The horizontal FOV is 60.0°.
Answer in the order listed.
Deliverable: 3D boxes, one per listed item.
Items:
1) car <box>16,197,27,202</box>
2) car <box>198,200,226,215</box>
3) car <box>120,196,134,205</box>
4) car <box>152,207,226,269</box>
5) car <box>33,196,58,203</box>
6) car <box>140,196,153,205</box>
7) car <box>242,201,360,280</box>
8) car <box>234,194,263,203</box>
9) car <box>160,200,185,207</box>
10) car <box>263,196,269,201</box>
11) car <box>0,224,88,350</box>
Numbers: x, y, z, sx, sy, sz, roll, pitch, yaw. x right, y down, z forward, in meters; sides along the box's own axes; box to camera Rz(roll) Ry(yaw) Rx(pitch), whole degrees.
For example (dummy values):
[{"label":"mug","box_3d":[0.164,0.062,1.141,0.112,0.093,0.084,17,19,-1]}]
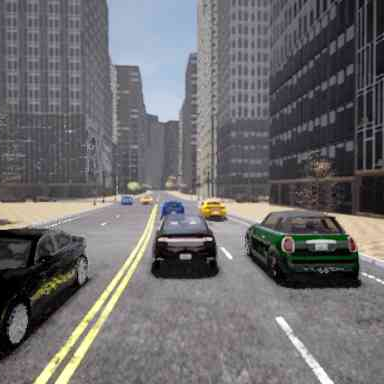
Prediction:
[{"label":"car","box_3d":[-33.531,1.370,62.763,4.206,1.307,1.802,0,0,-4]},{"label":"car","box_3d":[1.627,1.428,28.189,1.882,1.535,5.008,0,0,-5]},{"label":"car","box_3d":[-10.885,1.426,56.023,1.882,1.535,5.008,0,0,-5]},{"label":"car","box_3d":[-0.284,1.475,11.114,2.128,1.511,4.902,0,0,-3]},{"label":"car","box_3d":[-27.859,1.390,63.166,4.313,1.339,1.947,0,0,-4]},{"label":"car","box_3d":[-7.649,1.410,56.329,1.882,1.535,5.008,0,0,-5]},{"label":"car","box_3d":[3.014,1.331,10.075,2.097,1.767,4.553,0,0,-2]},{"label":"car","box_3d":[10.945,1.374,66.306,5.009,1.841,2.192,0,0,-4]},{"label":"car","box_3d":[-1.625,1.437,28.064,1.882,1.535,5.008,0,0,-5]},{"label":"car","box_3d":[15.748,1.469,75.084,4.829,1.417,1.752,0,1,-4]},{"label":"car","box_3d":[-3.486,1.474,6.396,1.882,1.535,5.008,0,0,-2]}]
